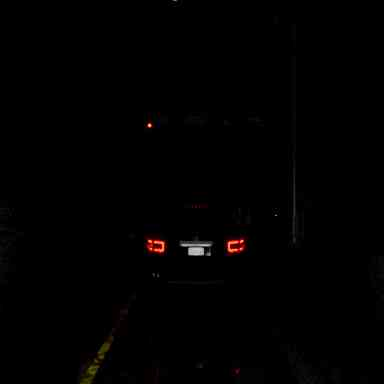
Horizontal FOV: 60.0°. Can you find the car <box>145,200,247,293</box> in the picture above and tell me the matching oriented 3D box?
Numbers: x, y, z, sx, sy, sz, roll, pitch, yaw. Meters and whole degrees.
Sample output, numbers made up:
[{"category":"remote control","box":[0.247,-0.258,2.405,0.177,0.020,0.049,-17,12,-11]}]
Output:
[{"category":"car","box":[0.079,1.222,9.010,2.150,2.045,5.566,0,0,0]}]

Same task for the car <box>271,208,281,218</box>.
[{"category":"car","box":[9.048,1.586,27.633,4.718,1.301,1.895,0,0,-10]}]
